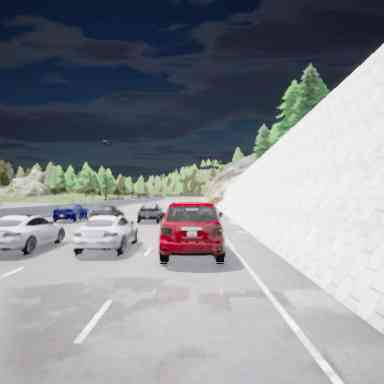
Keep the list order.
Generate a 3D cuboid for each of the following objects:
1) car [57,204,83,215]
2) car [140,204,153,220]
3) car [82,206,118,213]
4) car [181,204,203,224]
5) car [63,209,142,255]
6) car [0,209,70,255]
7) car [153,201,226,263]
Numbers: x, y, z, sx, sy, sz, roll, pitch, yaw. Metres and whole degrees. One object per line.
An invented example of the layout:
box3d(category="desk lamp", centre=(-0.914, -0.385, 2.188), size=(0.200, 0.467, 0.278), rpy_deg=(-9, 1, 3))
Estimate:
box3d(category="car", centre=(-10.477, 1.774, 29.246), size=(1.882, 1.535, 5.008), rpy_deg=(0, 0, 0))
box3d(category="car", centre=(-3.484, 1.782, 28.502), size=(2.128, 1.511, 4.902), rpy_deg=(0, 0, 0))
box3d(category="car", centre=(-6.992, 1.827, 27.518), size=(2.033, 1.411, 5.357), rpy_deg=(0, -1, 0))
box3d(category="car", centre=(0.020, 1.819, 28.900), size=(1.812, 1.442, 4.674), rpy_deg=(0, 0, 0))
box3d(category="car", centre=(-3.480, 1.667, 13.895), size=(1.812, 1.442, 4.674), rpy_deg=(0, 0, 0))
box3d(category="car", centre=(-6.980, 1.667, 13.892), size=(1.812, 1.442, 4.674), rpy_deg=(0, 0, 0))
box3d(category="car", centre=(0.008, 1.354, 12.601), size=(2.150, 2.045, 5.566), rpy_deg=(0, 0, 0))
